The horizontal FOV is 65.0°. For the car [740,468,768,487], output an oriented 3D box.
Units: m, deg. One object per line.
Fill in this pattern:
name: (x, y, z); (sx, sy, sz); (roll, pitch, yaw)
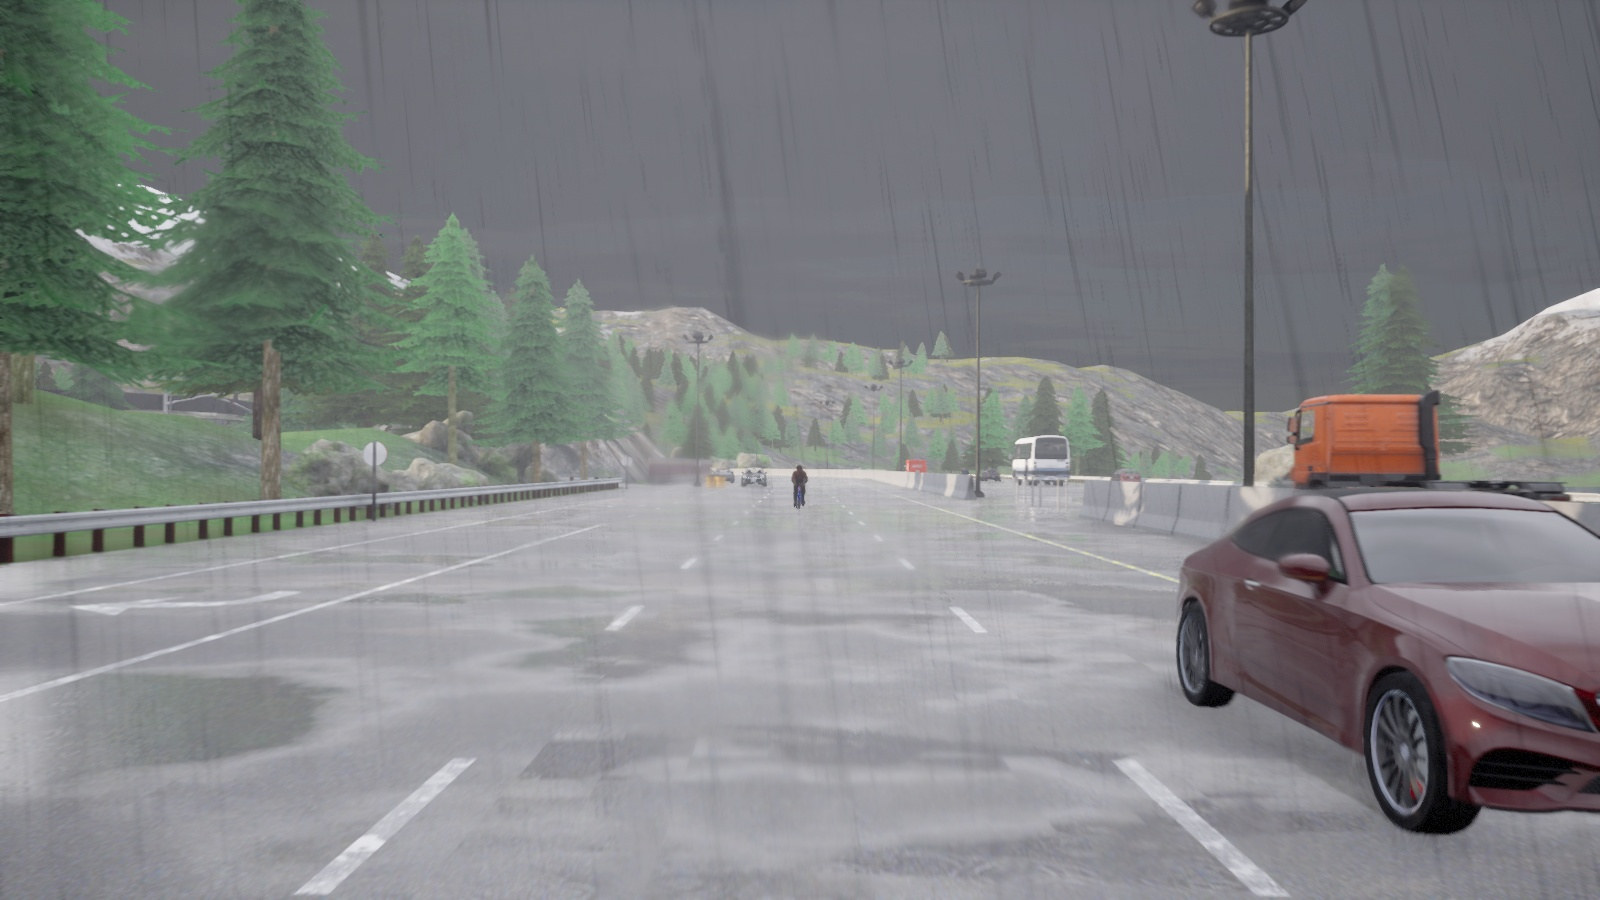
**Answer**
car: (-3.495, 2.088, 96.329); (1.970, 1.475, 3.806); (0, -1, 0)

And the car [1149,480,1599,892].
car: (3.483, 0.914, 6.915); (1.812, 1.442, 4.674); (0, -1, 0)

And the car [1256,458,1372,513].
car: (17.487, 1.178, 43.006); (2.097, 1.767, 4.553); (0, -1, 0)

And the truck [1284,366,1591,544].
truck: (13.978, 0.156, 28.483); (2.891, 3.462, 7.936); (0, -1, 0)

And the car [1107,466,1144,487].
car: (24.504, 1.967, 94.670); (1.789, 1.549, 3.705); (0, -1, 0)
